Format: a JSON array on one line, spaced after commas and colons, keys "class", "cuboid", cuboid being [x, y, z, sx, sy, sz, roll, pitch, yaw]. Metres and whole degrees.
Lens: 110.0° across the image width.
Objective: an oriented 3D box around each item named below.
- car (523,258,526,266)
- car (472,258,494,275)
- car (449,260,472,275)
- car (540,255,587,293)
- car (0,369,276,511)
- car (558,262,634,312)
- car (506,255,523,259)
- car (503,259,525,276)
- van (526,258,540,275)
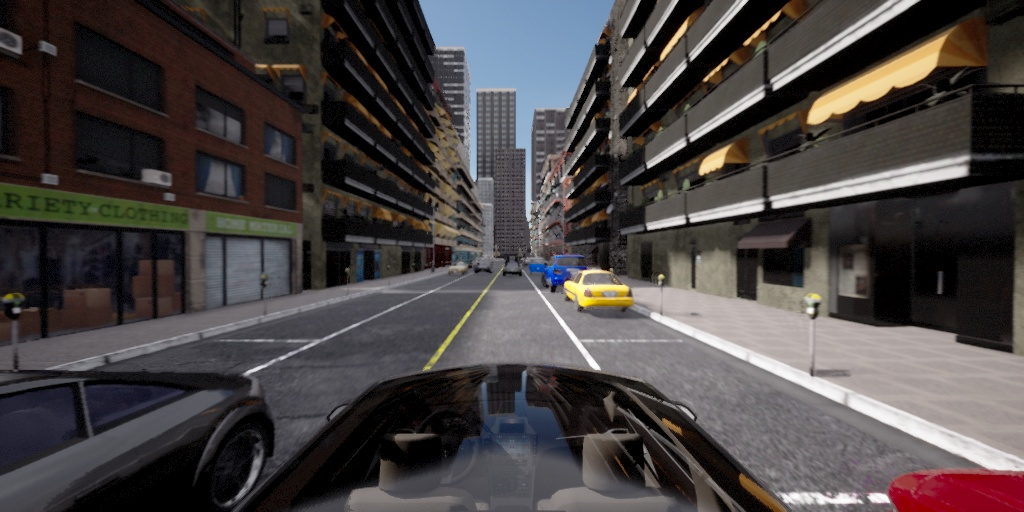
[{"class": "car", "cuboid": [2.685, 1.270, 60.677, 2.007, 1.370, 4.403, 0, 0, 0]}, {"class": "car", "cuboid": [-3.086, 1.232, 39.693, 1.837, 1.490, 4.892, 0, 0, 0]}, {"class": "car", "cuboid": [-5.695, 1.252, 38.426, 1.751, 1.417, 4.829, 0, 0, 0]}, {"class": "car", "cuboid": [3.106, 0.958, 20.946, 2.150, 2.045, 5.566, 0, 0, 0]}, {"class": "car", "cuboid": [-3.084, 1.315, 1.427, 1.994, 1.385, 4.181, 0, 0, 1]}, {"class": "car", "cuboid": [3.149, 1.197, 14.106, 1.801, 1.575, 5.366, 0, 0, 0]}, {"class": "car", "cuboid": [0.051, 0.945, 49.916, 2.150, 2.045, 5.566, 0, 0, 1]}, {"class": "car", "cuboid": [0.059, 1.292, 36.627, 1.994, 1.385, 4.181, 0, 0, 0]}, {"class": "van", "cuboid": [2.687, 1.068, 38.584, 1.690, 1.789, 3.998, 0, 0, 0]}]
